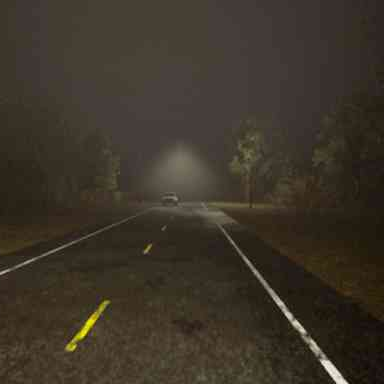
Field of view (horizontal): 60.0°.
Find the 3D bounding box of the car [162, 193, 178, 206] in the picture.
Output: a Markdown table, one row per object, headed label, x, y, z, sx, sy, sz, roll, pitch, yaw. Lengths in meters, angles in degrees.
| label | x | y | z | sx | sy | sz | roll | pitch | yaw |
| --- | --- | --- | --- | --- | --- | --- | --- | --- | --- |
| car | -3.388 | 1.124 | 51.217 | 2.150 | 2.045 | 5.566 | 0 | 0 | 0 |
